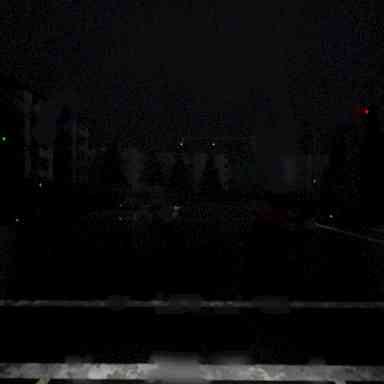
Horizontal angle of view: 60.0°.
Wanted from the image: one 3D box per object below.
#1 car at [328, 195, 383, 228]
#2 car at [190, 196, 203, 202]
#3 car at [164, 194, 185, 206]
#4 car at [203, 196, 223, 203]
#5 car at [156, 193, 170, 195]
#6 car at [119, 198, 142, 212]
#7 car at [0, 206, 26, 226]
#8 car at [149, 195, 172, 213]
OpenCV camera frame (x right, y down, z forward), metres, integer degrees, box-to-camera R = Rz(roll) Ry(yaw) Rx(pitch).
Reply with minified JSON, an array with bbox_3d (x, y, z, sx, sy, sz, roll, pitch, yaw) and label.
[{"bbox_3d":[11.747,1.210,21.365,5.566,2.045,2.150,0,0,1],"label":"car"},{"bbox_3d":[1.498,1.457,70.457,1.895,1.301,4.718,0,0,34],"label":"car"},{"bbox_3d":[-2.561,1.469,52.286,2.033,1.411,5.357,0,0,13],"label":"car"},{"bbox_3d":[4.801,1.508,69.076,1.994,1.385,4.181,0,0,35],"label":"car"},{"bbox_3d":[-5.093,1.140,56.175,2.150,2.045,5.566,0,0,17],"label":"car"},{"bbox_3d":[-7.061,1.420,38.567,1.882,1.535,5.008,0,0,0],"label":"car"},{"bbox_3d":[-13.710,1.568,21.954,4.718,1.301,1.895,0,0,1],"label":"car"},{"bbox_3d":[-3.573,1.423,36.879,1.882,1.535,5.008,0,1,0],"label":"car"}]
